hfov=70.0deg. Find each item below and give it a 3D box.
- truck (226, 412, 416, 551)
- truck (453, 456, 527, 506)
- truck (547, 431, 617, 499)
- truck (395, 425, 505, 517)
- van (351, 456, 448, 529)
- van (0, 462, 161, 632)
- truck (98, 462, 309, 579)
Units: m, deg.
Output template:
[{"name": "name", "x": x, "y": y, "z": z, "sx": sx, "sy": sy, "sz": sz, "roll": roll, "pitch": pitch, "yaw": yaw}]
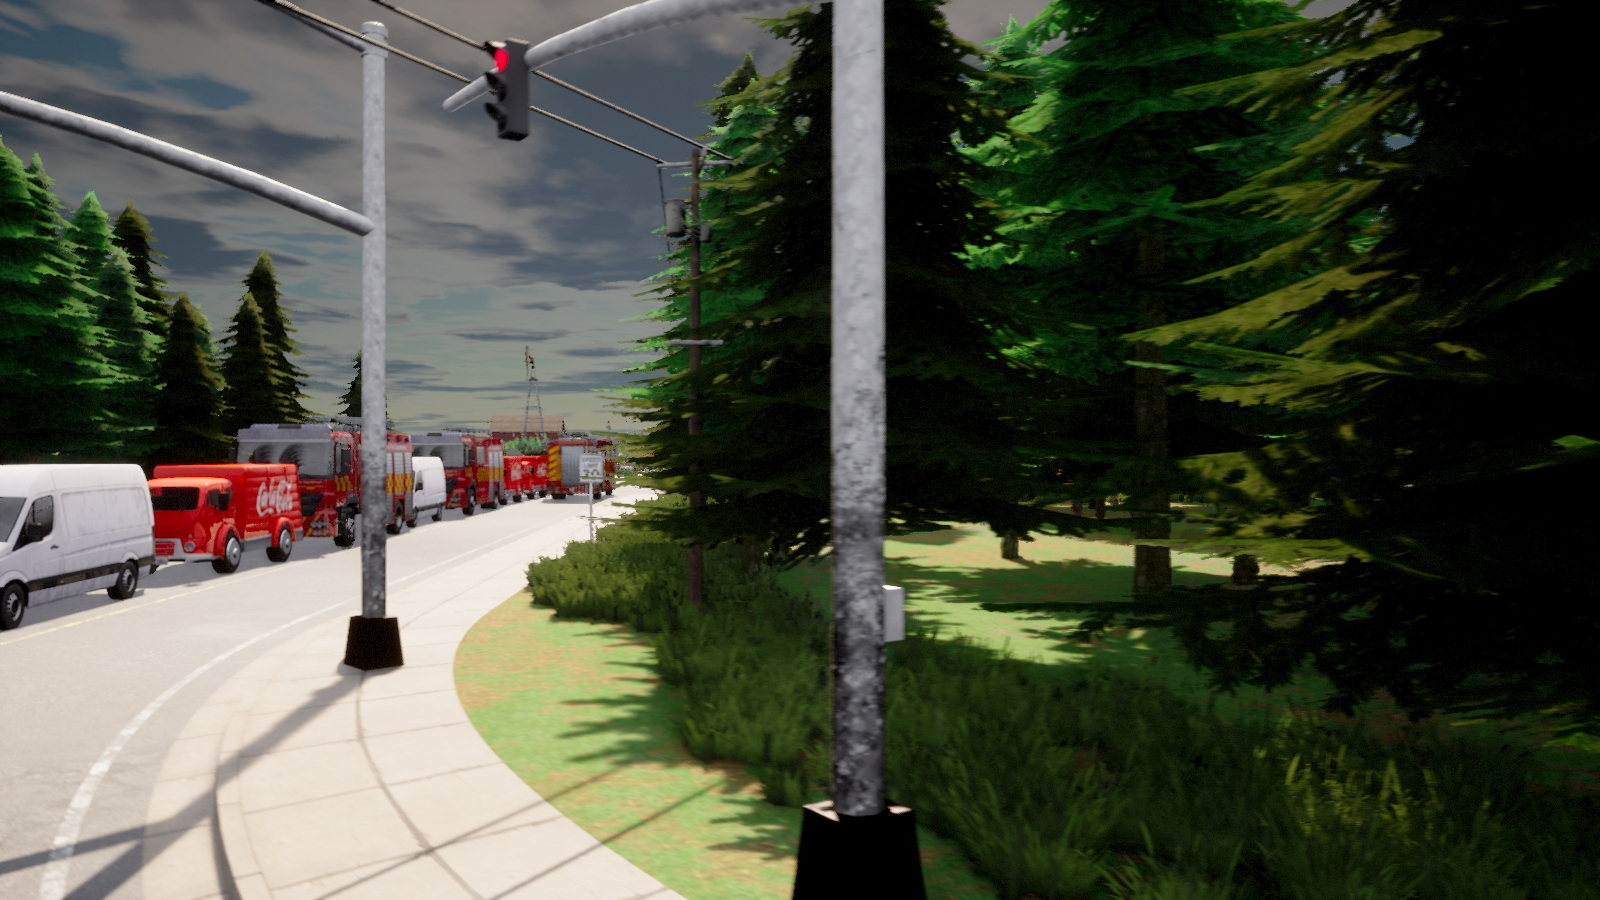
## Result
[{"name": "truck", "x": -14.671, "y": 0.883, "z": 35.826, "sx": 2.891, "sy": 3.827, "sz": 8.468, "roll": 0, "pitch": 0, "yaw": -4}, {"name": "truck", "x": -16.124, "y": 1.561, "z": 59.784, "sx": 2.627, "sy": 2.467, "sz": 5.204, "roll": 0, "pitch": 0, "yaw": -2}, {"name": "truck", "x": -12.951, "y": 0.888, "z": 68.447, "sx": 2.891, "sy": 3.827, "sz": 8.468, "roll": 0, "pitch": 0, "yaw": -2}, {"name": "truck", "x": -15.721, "y": 0.882, "z": 51.991, "sx": 2.891, "sy": 3.827, "sz": 8.468, "roll": 0, "pitch": 0, "yaw": -3}, {"name": "van", "x": -15.176, "y": 1.529, "z": 43.659, "sx": 1.988, "sy": 2.561, "sz": 5.915, "roll": 0, "pitch": 0, "yaw": -4}, {"name": "van", "x": -13.508, "y": 1.520, "z": 19.822, "sx": 1.988, "sy": 2.561, "sz": 5.915, "roll": 0, "pitch": 0, "yaw": -5}, {"name": "truck", "x": -14.109, "y": 1.552, "z": 27.514, "sx": 2.627, "sy": 2.467, "sz": 5.204, "roll": 0, "pitch": 0, "yaw": -4}]
